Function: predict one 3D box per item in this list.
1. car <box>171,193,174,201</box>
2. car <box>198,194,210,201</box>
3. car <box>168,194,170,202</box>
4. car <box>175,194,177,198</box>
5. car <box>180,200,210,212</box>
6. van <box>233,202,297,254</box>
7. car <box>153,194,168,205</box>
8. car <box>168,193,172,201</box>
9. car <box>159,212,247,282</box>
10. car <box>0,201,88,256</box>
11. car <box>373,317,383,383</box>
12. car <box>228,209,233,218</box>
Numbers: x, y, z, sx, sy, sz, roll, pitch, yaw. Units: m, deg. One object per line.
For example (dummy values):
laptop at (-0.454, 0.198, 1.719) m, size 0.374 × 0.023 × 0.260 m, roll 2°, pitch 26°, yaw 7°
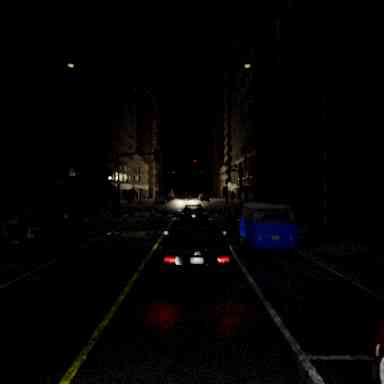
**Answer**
car at (-5.676, 1.470, 73.221) m, size 1.887 × 1.381 × 4.507 m, roll 0°, pitch 0°, yaw 0°
car at (2.849, 1.366, 73.258) m, size 1.967 × 1.590 × 4.097 m, roll 0°, pitch 0°, yaw 0°
car at (-5.674, 1.484, 62.319) m, size 2.008 × 1.369 × 4.403 m, roll 0°, pitch 0°, yaw 0°
car at (-5.676, 1.472, 84.123) m, size 2.008 × 1.369 × 4.403 m, roll 0°, pitch 0°, yaw 0°
car at (0.099, 1.545, 23.810) m, size 1.994 × 1.385 × 4.181 m, roll 0°, pitch 0°, yaw 0°
van at (2.855, 1.333, 13.221) m, size 1.690 × 1.788 × 3.998 m, roll 0°, pitch 0°, yaw 0°
car at (-5.674, 1.464, 56.699) m, size 1.752 × 1.417 × 4.829 m, roll 0°, pitch 0°, yaw 0°
car at (-5.675, 1.474, 67.770) m, size 1.887 × 1.381 × 4.507 m, roll 0°, pitch 0°, yaw 0°
car at (0.100, 1.541, 9.745) m, size 2.033 × 1.411 × 5.357 m, roll 0°, pitch 0°, yaw 0°
car at (-5.670, 1.306, 13.180) m, size 2.192 × 1.841 × 5.009 m, roll 0°, pitch 0°, yaw 0°
car at (2.856, 1.544, 1.900) m, size 1.887 × 1.381 × 4.507 m, roll 0°, pitch 0°, yaw 0°
car at (2.855, 1.552, 18.881) m, size 1.947 × 1.339 × 4.313 m, roll 0°, pitch 0°, yaw 0°
